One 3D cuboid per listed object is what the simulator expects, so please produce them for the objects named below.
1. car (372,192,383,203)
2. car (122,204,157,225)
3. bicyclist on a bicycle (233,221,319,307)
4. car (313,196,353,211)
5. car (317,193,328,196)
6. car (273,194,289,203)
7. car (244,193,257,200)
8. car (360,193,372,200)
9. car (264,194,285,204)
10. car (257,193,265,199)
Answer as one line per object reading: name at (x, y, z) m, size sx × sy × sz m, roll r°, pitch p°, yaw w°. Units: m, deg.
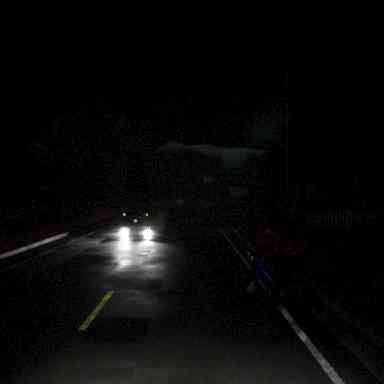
car at (32.303, 0.911, 54.767) m, size 1.932 × 1.855 × 4.605 m, roll 0°, pitch 0°, yaw 0°
car at (-3.616, 1.517, 23.449) m, size 1.895 × 1.301 × 4.718 m, roll 0°, pitch 0°, yaw 0°
bicyclist on a bicycle at (1.604, 1.388, 6.345) m, size 1.656 × 1.620 × 0.582 m, roll 0°, pitch 0°, yaw 0°
car at (15.828, 1.418, 37.525) m, size 4.181 × 1.385 × 1.994 m, roll 0°, pitch 0°, yaw 0°
car at (28.801, 1.067, 73.338) m, size 1.845 × 1.501 × 3.633 m, roll 0°, pitch 0°, yaw 0°
car at (16.744, 1.168, 62.417) m, size 1.970 × 1.475 × 3.806 m, roll 0°, pitch 0°, yaw 0°
car at (13.863, 1.057, 81.047) m, size 2.007 × 1.523 × 4.514 m, roll 0°, pitch 0°, yaw 0°
car at (38.793, 1.048, 73.237) m, size 2.007 × 1.523 × 4.514 m, roll 0°, pitch 0°, yaw 0°
car at (13.720, 1.183, 55.014) m, size 1.845 × 1.501 × 3.633 m, roll 0°, pitch 0°, yaw 0°
car at (17.000, 1.048, 81.081) m, size 2.152 × 1.636 × 5.027 m, roll 0°, pitch 0°, yaw 0°
